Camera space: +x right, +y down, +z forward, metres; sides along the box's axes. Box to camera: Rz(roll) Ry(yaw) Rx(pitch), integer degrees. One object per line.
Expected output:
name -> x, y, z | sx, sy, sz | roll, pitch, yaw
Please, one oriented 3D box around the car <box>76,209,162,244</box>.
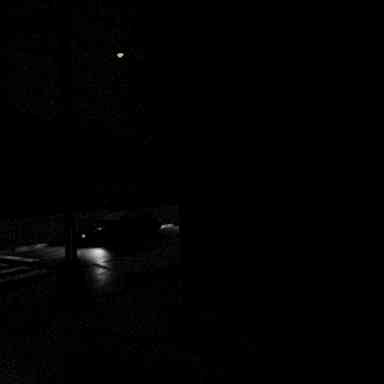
car -> -3.390, 1.576, 16.258 | 1.812, 1.442, 4.674 | -4, -1, 34
